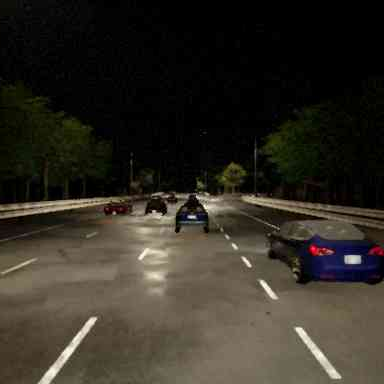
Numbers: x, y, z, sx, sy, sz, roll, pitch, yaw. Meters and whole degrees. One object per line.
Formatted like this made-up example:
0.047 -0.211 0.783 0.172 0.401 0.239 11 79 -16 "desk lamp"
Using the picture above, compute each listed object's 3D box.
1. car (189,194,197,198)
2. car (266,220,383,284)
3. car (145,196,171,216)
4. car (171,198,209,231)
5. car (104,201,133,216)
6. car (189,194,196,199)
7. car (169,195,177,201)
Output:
0.127 1.424 48.783 1.812 1.442 4.674 0 0 0 "car"
3.505 1.506 9.588 2.163 1.488 4.792 0 0 0 "car"
-3.383 1.450 32.144 1.837 1.490 4.892 0 0 0 "car"
0.000 1.409 20.309 2.033 1.649 4.856 0 0 0 "car"
-6.882 1.548 31.699 1.895 1.301 4.718 0 0 0 "car"
0.051 1.251 95.572 2.033 1.411 5.357 0 1 0 "car"
-3.370 1.379 58.097 1.837 1.490 4.892 0 0 0 "car"
